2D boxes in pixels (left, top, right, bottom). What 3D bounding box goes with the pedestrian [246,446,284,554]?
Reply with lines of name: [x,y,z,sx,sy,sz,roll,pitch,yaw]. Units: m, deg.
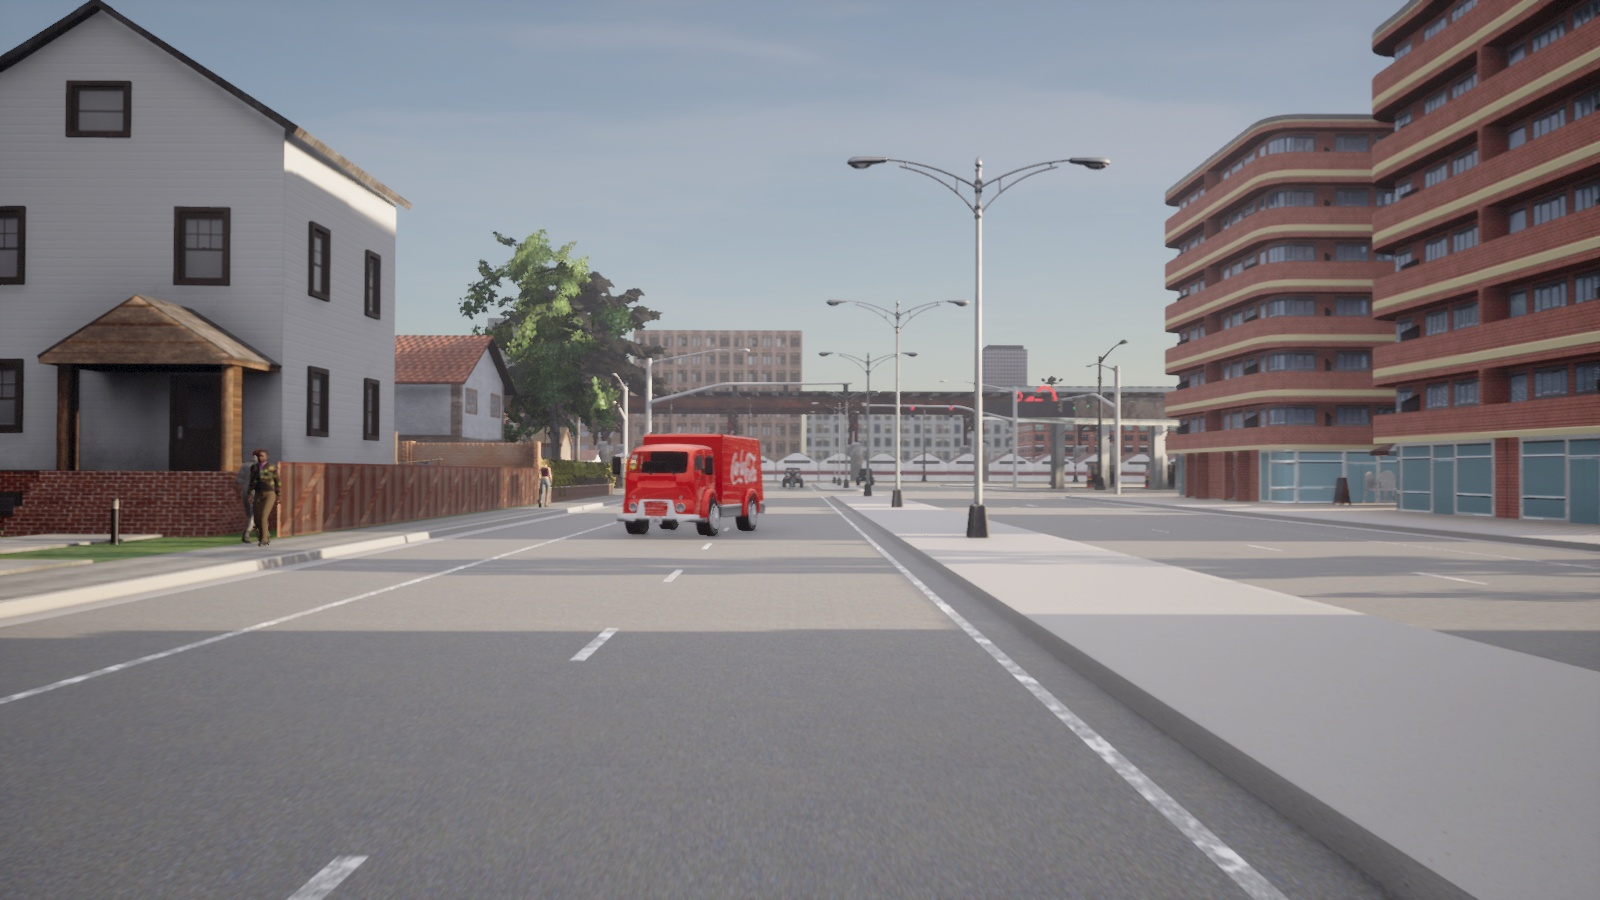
pedestrian: [-9.720,0.892,22.812,0.395,1.930,0.692,0,-1,0]

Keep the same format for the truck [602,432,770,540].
truck: [-2.724,0.867,31.506,2.627,2.467,5.204,0,-1,14]

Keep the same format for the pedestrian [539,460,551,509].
pedestrian: [-9.658,1.309,47.621,0.345,1.836,0.594,0,-1,0]

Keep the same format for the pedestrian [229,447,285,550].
pedestrian: [-10.492,0.925,24.279,0.659,1.952,0.873,0,-1,5]
